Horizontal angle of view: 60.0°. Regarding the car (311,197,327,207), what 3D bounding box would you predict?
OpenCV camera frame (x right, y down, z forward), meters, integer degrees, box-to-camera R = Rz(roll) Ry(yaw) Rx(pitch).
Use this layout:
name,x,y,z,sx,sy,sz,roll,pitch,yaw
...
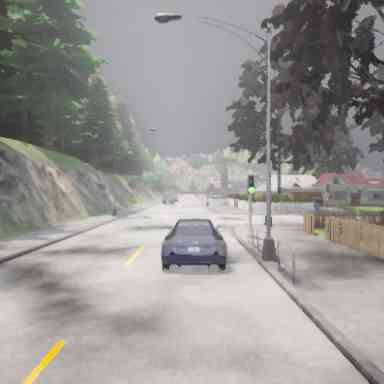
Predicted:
name,x,y,z,sx,sy,sz,roll,pitch,yaw
car,15.782,1.280,43.027,1.994,1.381,4.181,0,0,0

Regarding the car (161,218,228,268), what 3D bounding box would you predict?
name,x,y,z,sx,sy,sz,roll,pitch,yaw
car,0.073,1.559,11.214,1.994,1.385,4.181,0,0,0

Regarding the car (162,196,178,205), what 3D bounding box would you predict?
name,x,y,z,sx,sy,sz,roll,pitch,yaw
car,-4.053,1.462,57.977,2.128,1.511,4.902,0,0,1

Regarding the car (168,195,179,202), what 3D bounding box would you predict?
name,x,y,z,sx,sy,sz,roll,pitch,yaw
car,-4.006,1.503,73.434,2.033,1.411,5.357,0,0,0
